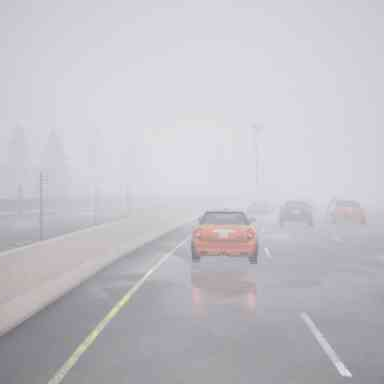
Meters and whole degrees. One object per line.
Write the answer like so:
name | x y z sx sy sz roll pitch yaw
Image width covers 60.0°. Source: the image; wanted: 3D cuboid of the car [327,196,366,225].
car | 11.198 1.339 24.438 2.097 1.767 4.553 0 0 16

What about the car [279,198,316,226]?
car | 7.258 1.330 23.412 2.097 1.767 4.553 0 0 15

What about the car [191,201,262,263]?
car | 1.255 1.334 12.188 2.097 1.767 4.553 0 0 8

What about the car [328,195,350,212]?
car | 17.547 1.328 39.631 2.097 1.767 4.553 0 0 27

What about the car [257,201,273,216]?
car | 6.745 1.524 32.840 1.994 1.385 4.181 0 0 21
